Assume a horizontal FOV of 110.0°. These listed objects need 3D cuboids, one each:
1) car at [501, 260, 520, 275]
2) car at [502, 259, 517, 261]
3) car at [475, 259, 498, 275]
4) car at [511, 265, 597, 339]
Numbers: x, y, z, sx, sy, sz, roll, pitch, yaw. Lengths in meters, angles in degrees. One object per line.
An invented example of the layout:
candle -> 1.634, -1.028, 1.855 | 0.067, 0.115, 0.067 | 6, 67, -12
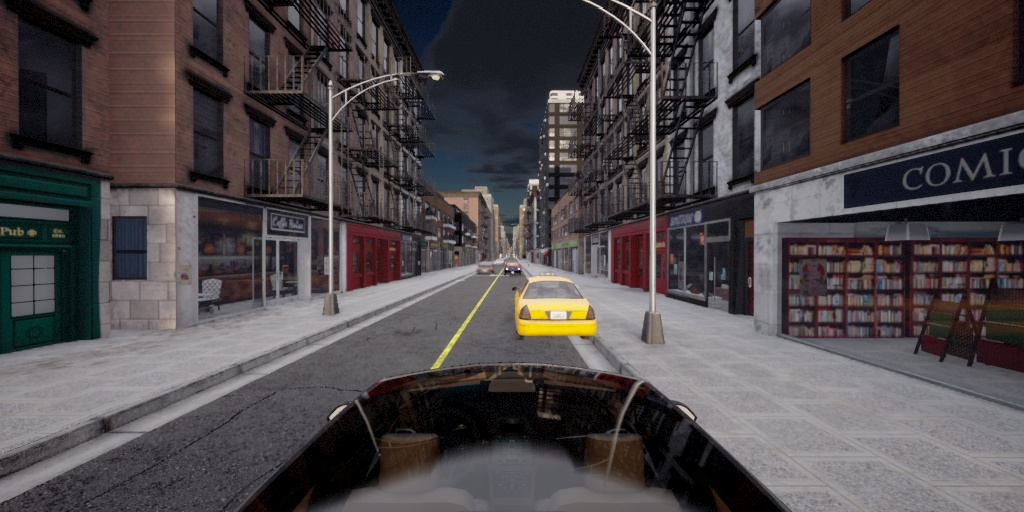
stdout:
car -> 0.089, 1.373, 39.020 | 1.895, 1.301, 4.718 | 0, 0, 0
car -> 0.055, 1.138, 49.203 | 2.097, 1.767, 4.553 | 0, 0, 0
car -> -2.837, 1.298, 39.753 | 1.812, 1.442, 4.674 | 0, 0, 0
car -> 0.965, 1.206, 9.991 | 1.801, 1.575, 5.366 | 0, 0, 0
